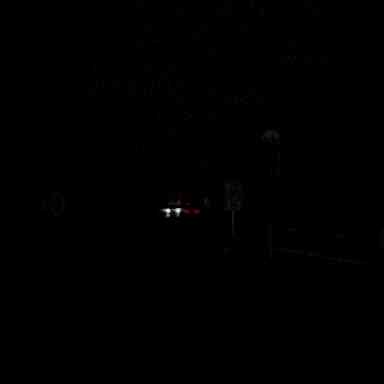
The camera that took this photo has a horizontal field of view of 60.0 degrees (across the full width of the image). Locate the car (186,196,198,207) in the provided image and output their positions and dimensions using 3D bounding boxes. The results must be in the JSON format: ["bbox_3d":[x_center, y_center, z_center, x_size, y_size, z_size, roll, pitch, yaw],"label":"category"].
[{"bbox_3d":[-0.002,1.665,57.285,2.097,1.767,4.553,0,0,0],"label":"car"}]

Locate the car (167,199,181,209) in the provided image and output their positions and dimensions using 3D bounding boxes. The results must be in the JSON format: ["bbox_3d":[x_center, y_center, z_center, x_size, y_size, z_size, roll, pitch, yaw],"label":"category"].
[{"bbox_3d":[-2.750,1.803,51.492,1.812,1.442,4.674,0,0,0],"label":"car"}]

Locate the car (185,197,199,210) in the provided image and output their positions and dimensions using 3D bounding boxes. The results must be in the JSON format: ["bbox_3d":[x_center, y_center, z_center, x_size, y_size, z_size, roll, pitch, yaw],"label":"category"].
[{"bbox_3d":[0.001,1.778,47.295,1.812,1.442,4.674,0,0,0],"label":"car"}]
